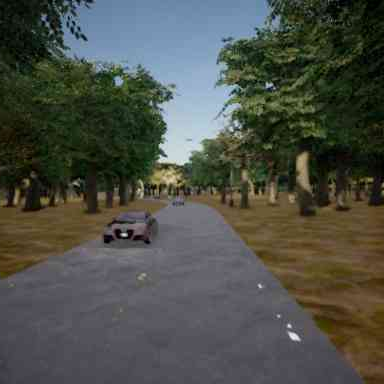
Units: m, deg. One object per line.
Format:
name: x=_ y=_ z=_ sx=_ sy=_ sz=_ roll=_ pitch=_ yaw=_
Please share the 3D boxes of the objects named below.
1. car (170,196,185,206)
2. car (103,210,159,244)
car: x=-2.371 y=1.519 z=58.138 sx=2.097 sy=1.767 sz=4.553 roll=0 pitch=0 yaw=-2
car: x=-2.722 y=1.555 z=15.555 sx=1.994 sy=1.385 sz=4.181 roll=0 pitch=0 yaw=2
